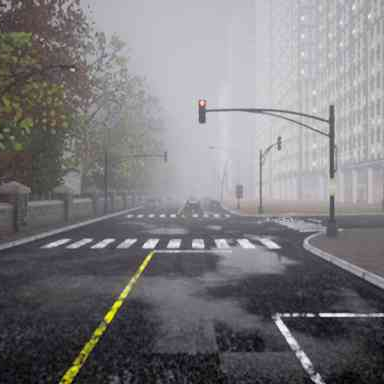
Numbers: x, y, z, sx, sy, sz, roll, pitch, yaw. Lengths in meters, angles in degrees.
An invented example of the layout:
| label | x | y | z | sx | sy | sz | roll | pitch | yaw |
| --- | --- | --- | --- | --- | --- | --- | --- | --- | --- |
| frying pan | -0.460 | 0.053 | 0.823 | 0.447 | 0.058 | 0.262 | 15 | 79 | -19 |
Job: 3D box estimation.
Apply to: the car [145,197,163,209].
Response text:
| label | x | y | z | sx | sy | sz | roll | pitch | yaw |
| --- | --- | --- | --- | --- | --- | --- | --- | --- | --- |
| car | -5.635 | 1.643 | 47.221 | 1.802 | 1.307 | 4.206 | 0 | 0 | 0 |

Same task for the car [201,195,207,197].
| label | x | y | z | sx | sy | sz | roll | pitch | yaw |
| --- | --- | --- | --- | --- | --- | --- | --- | --- | --- |
| car | 2.752 | 1.637 | 52.844 | 1.947 | 1.339 | 4.313 | 0 | 0 | 0 |

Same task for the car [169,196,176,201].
| label | x | y | z | sx | sy | sz | roll | pitch | yaw |
| --- | --- | --- | --- | --- | --- | --- | --- | --- | --- |
| car | -5.590 | 1.690 | 86.647 | 1.887 | 1.381 | 4.507 | 0 | 0 | 0 |

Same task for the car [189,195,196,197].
| label | x | y | z | sx | sy | sz | roll | pitch | yaw |
| --- | --- | --- | --- | --- | --- | --- | --- | --- | --- |
| car | 0.080 | 1.599 | 69.701 | 1.837 | 1.490 | 4.892 | 0 | 0 | 0 |

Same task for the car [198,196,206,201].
| label | x | y | z | sx | sy | sz | roll | pitch | yaw |
| --- | --- | --- | --- | --- | --- | --- | --- | --- | --- |
| car | 2.797 | 1.710 | 92.269 | 2.008 | 1.369 | 4.403 | 0 | 0 | 0 |

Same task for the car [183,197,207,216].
| label | x | y | z | sx | sy | sz | roll | pitch | yaw |
| --- | --- | --- | --- | --- | --- | --- | --- | --- | --- |
| car | 0.137 | 1.531 | 33.623 | 2.128 | 1.511 | 4.902 | 0 | 0 | 0 |

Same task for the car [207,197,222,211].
| label | x | y | z | sx | sy | sz | roll | pitch | yaw |
| --- | --- | --- | --- | --- | --- | --- | --- | --- | --- |
| car | 2.739 | 1.618 | 41.578 | 1.947 | 1.339 | 4.313 | 0 | 0 | 0 |

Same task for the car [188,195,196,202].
| label | x | y | z | sx | sy | sz | roll | pitch | yaw |
| --- | --- | --- | --- | --- | --- | --- | --- | --- | --- |
| car | 0.091 | 1.501 | 78.868 | 1.837 | 1.490 | 4.892 | 0 | 0 | 0 |

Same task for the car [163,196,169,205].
| label | x | y | z | sx | sy | sz | roll | pitch | yaw |
| --- | --- | --- | --- | --- | --- | --- | --- | --- | --- |
| car | -5.621 | 1.521 | 58.486 | 1.967 | 1.590 | 4.097 | 0 | 0 | 0 |
